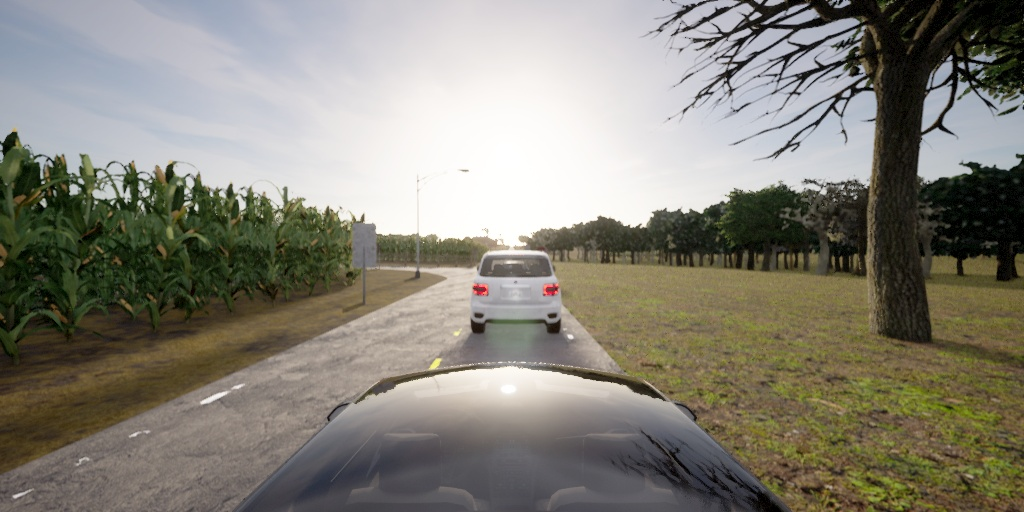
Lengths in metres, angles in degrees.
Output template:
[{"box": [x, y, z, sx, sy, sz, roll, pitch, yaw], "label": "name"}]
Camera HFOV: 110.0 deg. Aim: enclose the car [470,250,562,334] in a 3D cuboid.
[{"box": [0.116, 0.858, 10.383, 2.150, 2.045, 5.566, 0, 1, 1], "label": "car"}]
